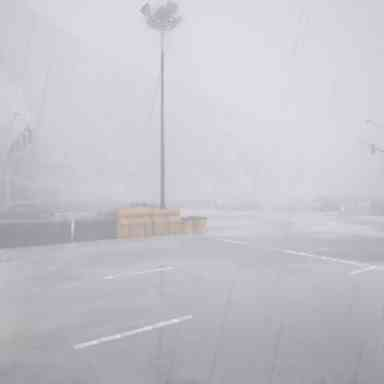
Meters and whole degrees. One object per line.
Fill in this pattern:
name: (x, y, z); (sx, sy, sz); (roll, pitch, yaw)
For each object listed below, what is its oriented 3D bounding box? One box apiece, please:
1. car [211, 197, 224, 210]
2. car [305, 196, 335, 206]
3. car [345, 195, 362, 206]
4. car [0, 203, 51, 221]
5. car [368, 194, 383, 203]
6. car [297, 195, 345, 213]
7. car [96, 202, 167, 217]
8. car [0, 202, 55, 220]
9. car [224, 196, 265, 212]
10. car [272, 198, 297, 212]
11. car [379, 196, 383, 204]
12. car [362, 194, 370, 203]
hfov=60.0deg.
car: (4.511, 1.301, 41.655); (4.553, 1.767, 2.097); (0, 0, -36)
car: (20.421, 1.387, 53.031); (4.902, 1.511, 2.128); (0, 0, -35)
car: (23.341, 1.246, 50.817); (4.553, 1.767, 2.097); (0, 0, -35)
car: (-14.564, 1.609, 28.004); (4.718, 1.301, 1.895); (0, 0, -36)
car: (29.775, 1.426, 51.106); (5.357, 1.411, 2.033); (0, 0, -35)
car: (13.799, 1.292, 35.392); (4.553, 1.767, 2.097); (0, 0, -36)
car: (-4.023, 1.474, 22.635); (5.008, 1.535, 1.882); (0, 0, -36)
car: (-12.920, 1.514, 24.877); (4.892, 1.490, 1.837); (1, 0, -36)
car: (6.451, 1.455, 38.740); (4.892, 1.490, 1.837); (0, 0, -36)
car: (11.163, 1.420, 37.808); (5.008, 1.535, 1.882); (0, 0, -36)
car: (35.561, 1.408, 59.454); (4.181, 1.385, 1.994); (0, 0, -36)
car: (33.024, 1.210, 61.941); (4.553, 1.767, 2.097); (0, 0, -36)
